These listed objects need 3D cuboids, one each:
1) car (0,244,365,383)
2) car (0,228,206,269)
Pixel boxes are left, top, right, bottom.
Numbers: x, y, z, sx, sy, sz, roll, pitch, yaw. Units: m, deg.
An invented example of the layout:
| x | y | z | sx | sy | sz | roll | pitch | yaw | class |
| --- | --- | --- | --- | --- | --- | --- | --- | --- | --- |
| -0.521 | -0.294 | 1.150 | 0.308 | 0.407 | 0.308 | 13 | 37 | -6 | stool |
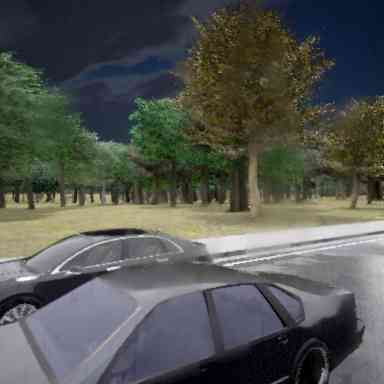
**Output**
| x | y | z | sx | sy | sz | roll | pitch | yaw | class |
| --- | --- | --- | --- | --- | --- | --- | --- | --- | --- |
| -0.321 | 1.550 | 3.458 | 5.357 | 1.411 | 2.033 | 0 | 0 | -35 | car |
| -1.792 | 1.508 | 6.400 | 4.892 | 1.490 | 1.837 | 0 | 0 | -35 | car |
